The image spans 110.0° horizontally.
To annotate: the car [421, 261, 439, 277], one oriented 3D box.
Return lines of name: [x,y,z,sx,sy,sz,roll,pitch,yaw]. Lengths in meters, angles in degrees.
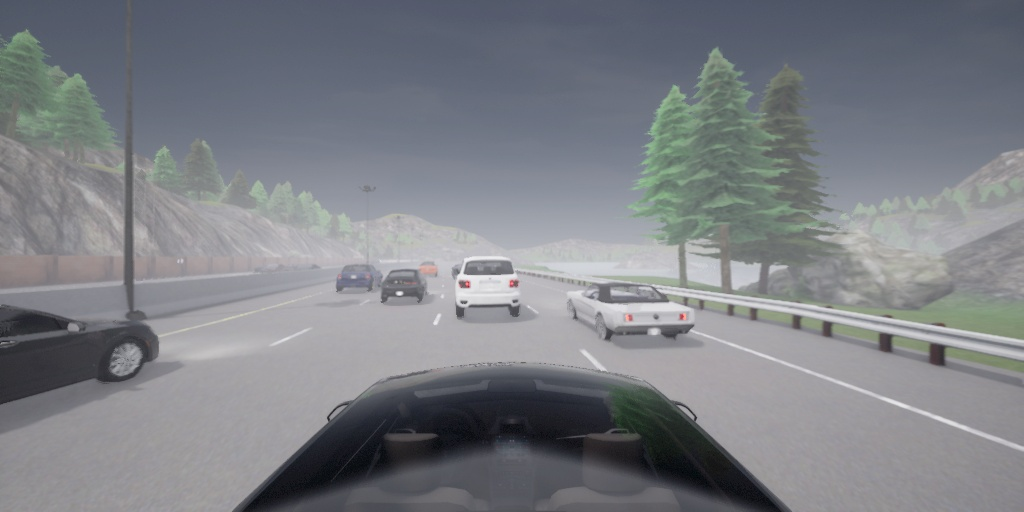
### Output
car: [-9.518,1.395,40.967,2.097,1.767,4.553,0,0,-11]

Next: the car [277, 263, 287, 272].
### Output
car: [-28.728,1.749,47.454,1.994,1.385,4.181,0,0,-10]

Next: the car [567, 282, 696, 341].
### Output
car: [2.925,1.387,10.083,1.895,1.301,4.718,0,0,-5]

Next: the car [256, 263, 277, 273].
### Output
car: [-32.653,1.744,49.402,1.812,1.442,4.674,0,0,-10]

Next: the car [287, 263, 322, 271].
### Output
car: [-24.245,1.608,42.518,1.882,1.535,5.008,0,-1,-11]

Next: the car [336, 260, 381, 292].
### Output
car: [-9.789,1.288,23.398,2.097,1.767,4.553,0,0,-10]

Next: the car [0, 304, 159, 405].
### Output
car: [-7.177,1.309,4.377,1.837,1.490,4.892,0,0,-2]

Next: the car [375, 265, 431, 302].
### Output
car: [-5.265,1.383,17.922,1.837,1.490,4.892,0,0,-9]

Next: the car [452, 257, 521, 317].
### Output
car: [-1.050,1.052,13.777,2.150,2.045,5.566,0,0,-8]
